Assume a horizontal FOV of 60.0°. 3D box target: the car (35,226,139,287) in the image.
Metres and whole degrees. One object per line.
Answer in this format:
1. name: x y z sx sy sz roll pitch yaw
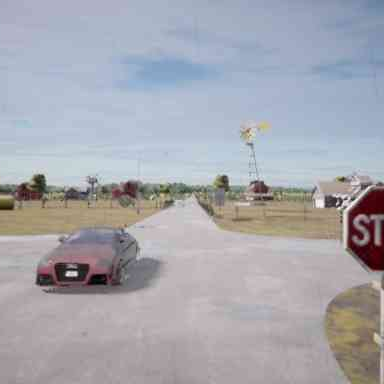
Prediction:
1. car: -2.749 1.696 9.603 1.994 1.385 4.181 0 0 0

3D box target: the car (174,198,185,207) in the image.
1. car: -2.776 2.258 73.676 2.150 2.045 5.566 0 -1 0
